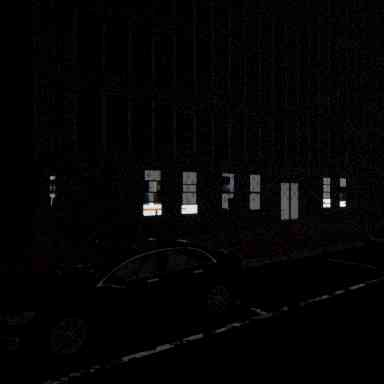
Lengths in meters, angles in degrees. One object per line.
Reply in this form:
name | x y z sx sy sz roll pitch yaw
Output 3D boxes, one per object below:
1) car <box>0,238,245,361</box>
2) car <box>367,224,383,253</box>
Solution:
car | -1.019 1.551 5.835 4.403 1.369 2.008 0 0 -36
car | 8.246 1.581 12.451 4.206 1.307 1.802 0 0 -36
